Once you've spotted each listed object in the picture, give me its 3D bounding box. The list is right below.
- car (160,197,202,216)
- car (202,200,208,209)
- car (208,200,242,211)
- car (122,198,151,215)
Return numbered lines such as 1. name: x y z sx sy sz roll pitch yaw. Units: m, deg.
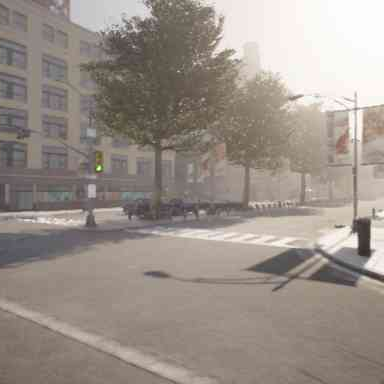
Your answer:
1. car: -1.362 1.361 33.434 2.097 1.767 4.553 0 0 35
2. car: 0.835 1.612 42.588 1.895 1.301 4.718 0 0 36
3. car: 4.382 1.611 41.531 1.895 1.301 4.718 0 0 36
4. car: -5.002 1.362 34.338 2.097 1.767 4.553 0 0 36
